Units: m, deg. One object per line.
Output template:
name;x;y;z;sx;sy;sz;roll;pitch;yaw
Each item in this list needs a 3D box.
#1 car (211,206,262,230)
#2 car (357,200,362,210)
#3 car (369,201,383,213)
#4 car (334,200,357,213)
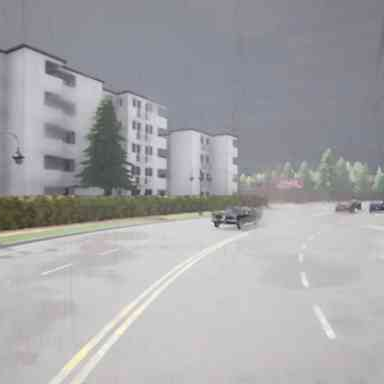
car;3.118;1.648;22.575;1.895;1.301;4.718;0;0;31
car;23.869;1.891;49.179;1.837;1.490;4.892;0;0;32
car;23.735;1.828;42.361;1.882;1.535;5.008;0;0;32
car;19.022;1.845;41.423;1.812;1.442;4.674;0;0;32
